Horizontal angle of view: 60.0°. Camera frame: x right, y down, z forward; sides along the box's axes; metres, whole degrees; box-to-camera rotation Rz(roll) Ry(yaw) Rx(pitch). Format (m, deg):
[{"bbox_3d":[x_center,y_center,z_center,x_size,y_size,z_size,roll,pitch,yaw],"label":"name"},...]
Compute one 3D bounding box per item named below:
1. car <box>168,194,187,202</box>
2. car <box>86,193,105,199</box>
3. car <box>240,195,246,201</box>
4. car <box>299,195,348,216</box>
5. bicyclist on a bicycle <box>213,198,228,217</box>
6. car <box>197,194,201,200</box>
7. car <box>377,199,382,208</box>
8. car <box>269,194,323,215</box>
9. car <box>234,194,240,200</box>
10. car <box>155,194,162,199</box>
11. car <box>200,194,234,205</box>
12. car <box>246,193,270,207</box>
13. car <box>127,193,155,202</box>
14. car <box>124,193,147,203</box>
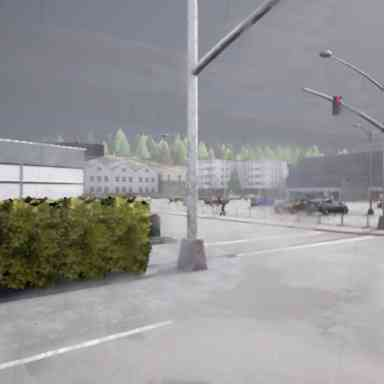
[{"bbox_3d":[-2.397,1.086,65.455,4.605,1.855,1.932,0,0,-35],"label":"car"},{"bbox_3d":[-23.959,1.155,82.008,4.553,1.767,2.097,0,0,-35],"label":"car"},{"bbox_3d":[13.656,1.136,72.827,5.027,1.636,2.152,0,0,-35],"label":"car"},{"bbox_3d":[12.152,1.331,29.963,4.514,1.523,2.007,0,0,-35],"label":"car"},{"bbox_3d":[2.394,1.295,28.039,1.656,1.620,0.582,0,0,-35],"label":"bicyclist on a bicycle"},{"bbox_3d":[1.842,1.283,76.876,4.514,1.523,2.007,0,0,-35],"label":"car"},{"bbox_3d":[25.707,1.369,43.066,3.806,1.475,1.970,0,0,-35],"label":"car"},{"bbox_3d":[10.314,1.322,32.506,5.027,1.636,2.152,0,0,-35],"label":"car"},{"bbox_3d":[9.719,1.215,77.905,3.806,1.475,1.970,0,0,-35],"label":"car"},{"bbox_3d":[-10.515,1.294,91.333,4.892,1.490,1.837,0,0,-35],"label":"car"},{"bbox_3d":[4.147,1.287,54.832,4.514,1.523,2.007,0,0,-35],"label":"car"},{"bbox_3d":[9.830,1.308,46.612,3.633,1.501,1.845,0,0,-35],"label":"car"},{"bbox_3d":[-9.329,1.352,60.572,3.806,1.475,1.970,0,0,-35],"label":"car"},{"bbox_3d":[-10.730,1.068,63.648,3.866,1.878,1.905,0,0,-35],"label":"car"}]
